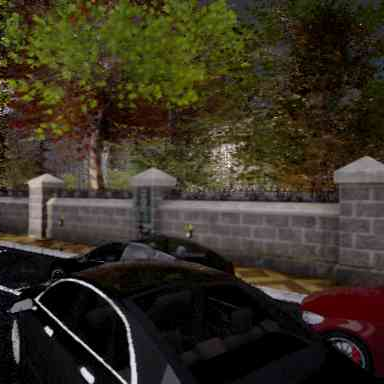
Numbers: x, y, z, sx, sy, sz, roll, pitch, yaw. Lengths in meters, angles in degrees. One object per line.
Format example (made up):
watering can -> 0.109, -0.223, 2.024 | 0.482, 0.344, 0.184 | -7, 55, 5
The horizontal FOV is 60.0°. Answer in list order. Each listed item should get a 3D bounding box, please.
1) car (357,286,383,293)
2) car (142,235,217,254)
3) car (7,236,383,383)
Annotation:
car -> 3.344, 1.590, 3.708 | 4.206, 1.307, 1.802 | 0, 0, 36
car -> -1.169, 1.574, 6.938 | 4.313, 1.339, 1.947 | 0, 0, 36
car -> -0.619, 1.510, 3.586 | 1.837, 1.490, 4.892 | 0, 0, -37
